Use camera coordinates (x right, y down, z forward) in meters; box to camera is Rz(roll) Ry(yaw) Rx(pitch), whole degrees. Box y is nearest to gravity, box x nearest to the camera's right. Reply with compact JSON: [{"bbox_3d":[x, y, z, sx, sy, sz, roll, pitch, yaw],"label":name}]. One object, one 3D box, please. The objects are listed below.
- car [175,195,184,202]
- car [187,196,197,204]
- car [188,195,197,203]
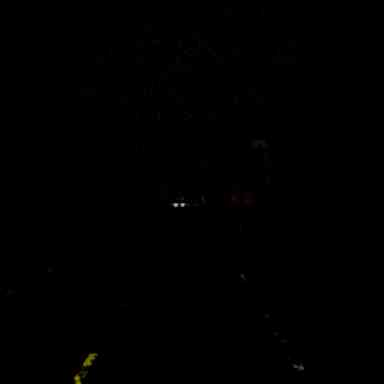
[{"bbox_3d":[-2.706,1.491,74.395,1.812,1.442,4.674,0,0,0],"label":"car"},{"bbox_3d":[0.042,1.848,70.198,1.812,1.442,4.674,0,0,0],"label":"car"},{"bbox_3d":[0.045,1.667,80.188,2.097,1.767,4.553,0,0,0],"label":"car"}]
